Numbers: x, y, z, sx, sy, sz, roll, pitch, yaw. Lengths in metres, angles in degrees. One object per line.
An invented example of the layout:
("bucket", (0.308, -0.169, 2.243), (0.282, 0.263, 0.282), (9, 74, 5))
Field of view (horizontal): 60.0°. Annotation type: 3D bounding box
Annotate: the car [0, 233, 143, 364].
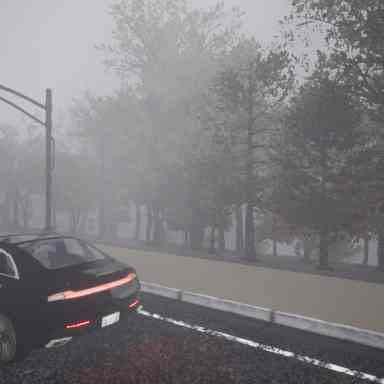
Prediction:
("car", (-3.061, 1.491, 5.868), (4.902, 1.511, 2.128), (0, 0, 36))
